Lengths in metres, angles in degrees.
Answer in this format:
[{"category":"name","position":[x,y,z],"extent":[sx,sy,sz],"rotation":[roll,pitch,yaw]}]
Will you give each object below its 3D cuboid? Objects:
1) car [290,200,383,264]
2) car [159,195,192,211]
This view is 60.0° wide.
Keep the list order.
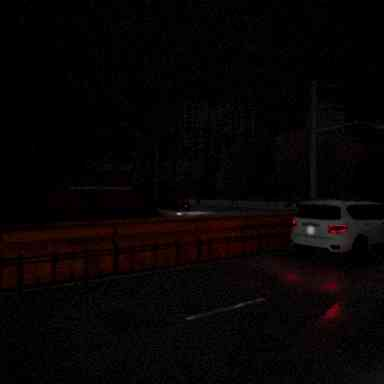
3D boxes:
[{"category":"car","position":[6.031,1.321,12.432],"extent":[5.566,2.045,2.150],"rotation":[0,0,-36]},{"category":"car","position":[-2.252,1.414,43.644],"extent":[2.150,2.045,5.566],"rotation":[1,0,-34]}]
